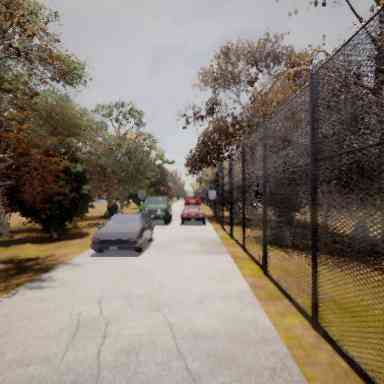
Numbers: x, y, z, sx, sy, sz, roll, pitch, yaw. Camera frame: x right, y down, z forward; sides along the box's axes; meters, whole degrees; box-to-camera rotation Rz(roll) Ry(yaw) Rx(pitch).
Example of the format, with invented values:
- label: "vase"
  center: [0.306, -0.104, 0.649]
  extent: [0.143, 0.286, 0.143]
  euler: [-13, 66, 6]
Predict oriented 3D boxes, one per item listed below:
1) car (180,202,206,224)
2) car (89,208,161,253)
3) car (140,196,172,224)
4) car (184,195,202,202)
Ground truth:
- label: "car"
  center: [0.085, 1.734, 26.206]
  extent: [1.895, 1.301, 4.718]
  euler: [0, 0, 0]
- label: "car"
  center: [-2.755, 1.619, 14.369]
  extent: [2.033, 1.411, 5.357]
  euler: [0, 0, 0]
- label: "car"
  center: [-2.742, 1.353, 26.153]
  extent: [2.150, 2.045, 5.566]
  euler: [0, 0, 0]
- label: "car"
  center: [0.098, 1.444, 43.875]
  extent: [2.150, 2.045, 5.566]
  euler: [0, 0, 1]
